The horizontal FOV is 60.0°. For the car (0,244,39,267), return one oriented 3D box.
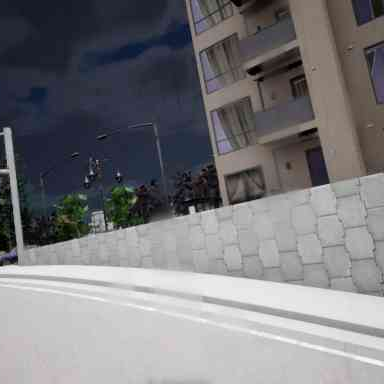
[{"bbox_3d":[-15.553,5.657,29.598,2.097,1.767,4.553,-15,-9,35],"label":"car"}]
